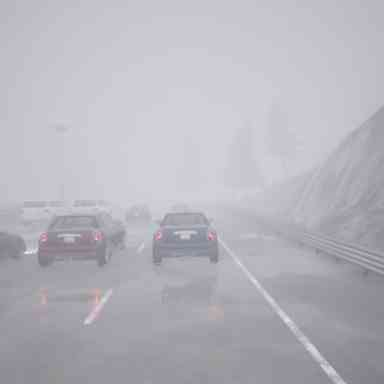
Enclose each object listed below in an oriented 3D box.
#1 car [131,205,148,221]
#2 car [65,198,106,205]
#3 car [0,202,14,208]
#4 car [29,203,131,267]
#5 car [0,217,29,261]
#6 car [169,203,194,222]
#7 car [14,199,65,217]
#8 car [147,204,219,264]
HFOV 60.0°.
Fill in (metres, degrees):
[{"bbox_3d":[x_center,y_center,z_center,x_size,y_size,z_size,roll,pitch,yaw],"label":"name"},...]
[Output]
[{"bbox_3d":[-4.491,1.759,28.362,1.994,1.385,4.181,-1,0,-4],"label":"car"},{"bbox_3d":[-7.861,1.483,26.338,2.150,2.045,5.566,-1,0,-3],"label":"car"},{"bbox_3d":[-24.251,2.147,44.497,1.882,1.535,5.008,-1,0,-10],"label":"car"},{"bbox_3d":[-3.755,1.473,12.169,2.097,1.767,4.553,-1,0,-2],"label":"car"},{"bbox_3d":[-7.214,1.753,10.867,1.994,1.385,4.181,-1,0,-2],"label":"car"},{"bbox_3d":[-0.979,1.684,28.357,1.994,1.385,4.181,-1,0,-4],"label":"car"},{"bbox_3d":[-11.353,1.556,26.174,2.150,2.045,5.566,-1,0,-3],"label":"car"},{"bbox_3d":[-0.258,1.399,12.290,2.097,1.767,4.553,-1,0,-2],"label":"car"}]
